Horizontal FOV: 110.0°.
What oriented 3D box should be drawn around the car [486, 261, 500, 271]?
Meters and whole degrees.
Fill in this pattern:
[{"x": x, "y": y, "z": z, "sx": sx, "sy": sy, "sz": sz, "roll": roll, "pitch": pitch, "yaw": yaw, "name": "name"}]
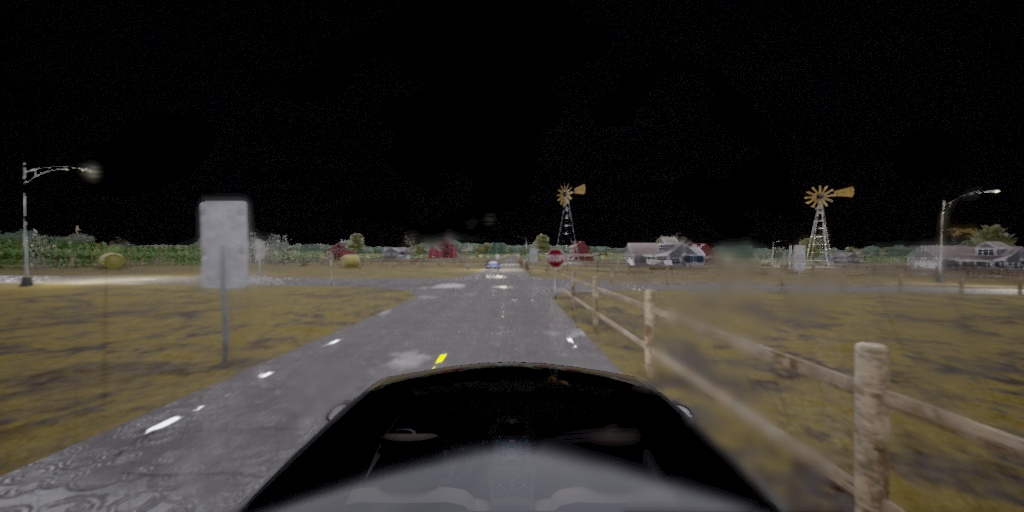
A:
[{"x": -2.740, "y": 1.414, "z": 52.741, "sx": 1.812, "sy": 1.442, "sz": 4.674, "roll": 0, "pitch": 1, "yaw": 0, "name": "car"}]
